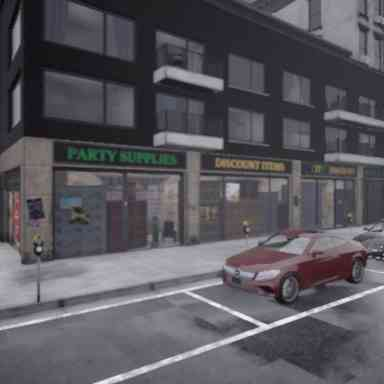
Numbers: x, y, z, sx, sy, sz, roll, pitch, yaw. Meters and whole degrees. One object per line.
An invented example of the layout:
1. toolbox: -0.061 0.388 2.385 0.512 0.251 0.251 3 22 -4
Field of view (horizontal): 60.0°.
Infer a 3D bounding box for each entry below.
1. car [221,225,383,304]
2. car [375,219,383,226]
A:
1. car: 2.621 1.582 8.055 4.206 1.307 1.802 0 0 -35
2. car: 7.109 1.551 11.254 4.403 1.369 2.008 0 0 -35
